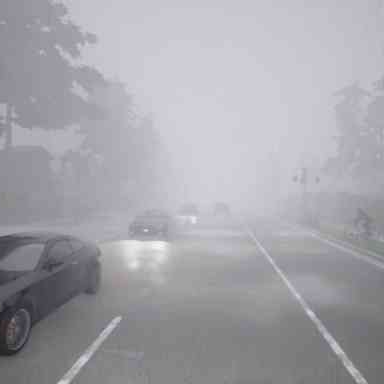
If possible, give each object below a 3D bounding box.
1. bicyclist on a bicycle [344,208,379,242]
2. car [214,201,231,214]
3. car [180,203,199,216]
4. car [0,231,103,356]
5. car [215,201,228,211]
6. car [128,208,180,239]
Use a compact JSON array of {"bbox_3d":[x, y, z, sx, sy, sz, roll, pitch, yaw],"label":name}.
[{"bbox_3d":[8.293,1.611,16.227,1.656,1.620,0.582,1,-1,5],"label":"bicyclist on a bicycle"},{"bbox_3d":[3.734,1.967,41.563,1.837,1.490,4.892,1,-1,6],"label":"car"},{"bbox_3d":[-0.291,1.911,37.305,1.994,1.385,4.181,1,-1,5],"label":"car"},{"bbox_3d":[-3.145,1.528,6.247,1.812,1.442,4.674,1,-1,5],"label":"car"},{"bbox_3d":[4.608,2.128,51.735,1.994,1.385,4.181,1,0,5],"label":"car"},{"bbox_3d":[-2.067,1.698,18.107,1.994,1.385,4.181,1,-1,5],"label":"car"}]
